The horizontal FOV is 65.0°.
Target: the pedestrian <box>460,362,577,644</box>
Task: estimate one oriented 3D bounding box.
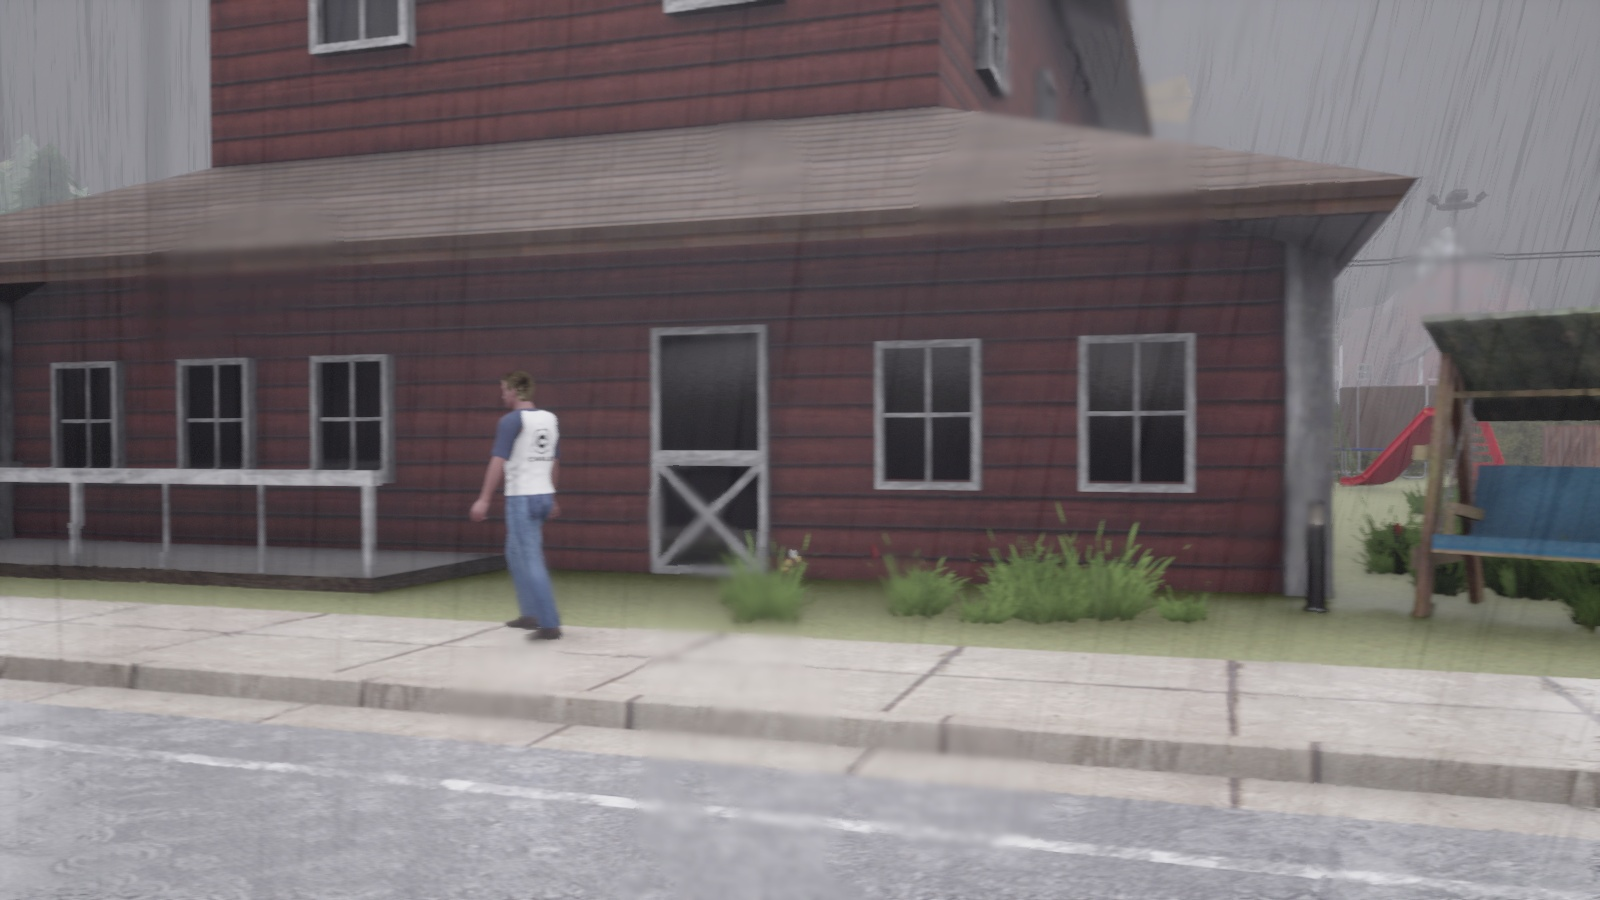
[{"bbox_3d":[-1.899,0.339,8.479,0.706,1.836,0.354,1,1,27],"label":"pedestrian"}]

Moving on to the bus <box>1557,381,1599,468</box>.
[{"bbox_3d":[43.899,-1.240,62.160,10.273,4.253,3.944,0,1,17],"label":"bus"}]
